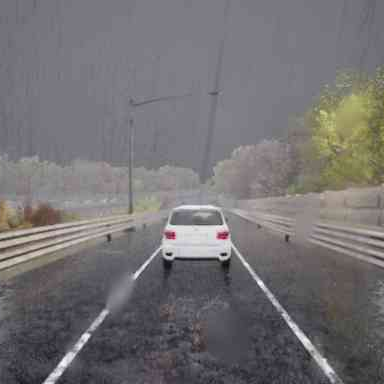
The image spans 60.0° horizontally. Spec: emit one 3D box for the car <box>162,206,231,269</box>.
[{"bbox_3d":[0.186,1.523,12.345,2.150,2.045,5.566,0,-2,1],"label":"car"}]

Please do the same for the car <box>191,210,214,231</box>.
[{"bbox_3d":[0.978,2.411,28.792,1.882,1.535,5.008,0,-2,3],"label":"car"}]

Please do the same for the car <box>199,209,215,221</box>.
[{"bbox_3d":[2.076,3.097,44.761,2.033,1.411,5.357,0,-2,4],"label":"car"}]
